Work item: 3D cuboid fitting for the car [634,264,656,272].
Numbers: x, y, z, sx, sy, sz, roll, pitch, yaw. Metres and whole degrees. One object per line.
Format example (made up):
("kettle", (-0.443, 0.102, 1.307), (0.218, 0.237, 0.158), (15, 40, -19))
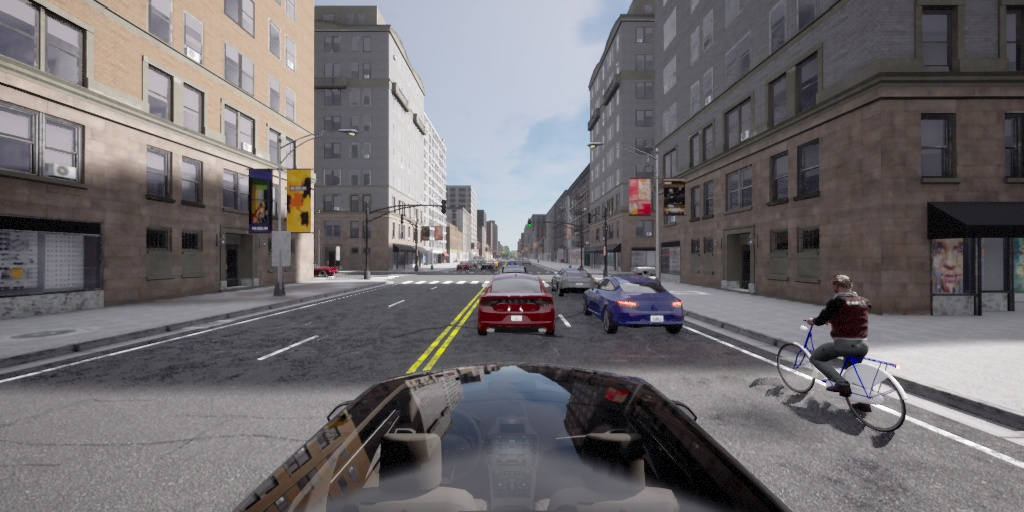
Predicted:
("car", (15.048, 1.418, 37.133), (4.718, 1.301, 1.895), (0, 0, 1))

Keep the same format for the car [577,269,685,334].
("car", (3.345, 1.279, 10.561), (1.812, 1.442, 4.674), (0, 0, 0))

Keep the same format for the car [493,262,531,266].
("car", (0.099, 1.264, 20.120), (1.837, 1.490, 4.892), (0, 0, 0))

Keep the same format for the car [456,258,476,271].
("car", (-6.609, 1.379, 50.343), (1.895, 1.301, 4.718), (0, 0, 0))

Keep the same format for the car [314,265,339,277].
("car", (-19.275, 1.343, 34.310), (4.718, 1.301, 1.895), (0, 0, -2))

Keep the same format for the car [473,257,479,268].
("car", (-6.592, 1.288, 59.445), (1.837, 1.490, 4.892), (0, 0, 0))

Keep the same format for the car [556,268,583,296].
("car", (3.250, 1.322, 19.283), (1.994, 1.385, 4.181), (0, 0, 0))

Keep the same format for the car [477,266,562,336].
("car", (0.101, 1.231, 10.429), (1.882, 1.535, 5.008), (0, 0, 0))

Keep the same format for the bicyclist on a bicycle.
("bicyclist on a bicycle", (4.146, 1.122, 4.701), (0.659, 1.776, 1.843), (0, 0, 0))

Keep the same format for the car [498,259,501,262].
("car", (-3.339, 1.261, 59.784), (1.882, 1.535, 5.008), (0, 0, 0))

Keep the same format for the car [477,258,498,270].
("car", (-3.349, 1.379, 50.391), (1.895, 1.301, 4.718), (0, 0, 0))
